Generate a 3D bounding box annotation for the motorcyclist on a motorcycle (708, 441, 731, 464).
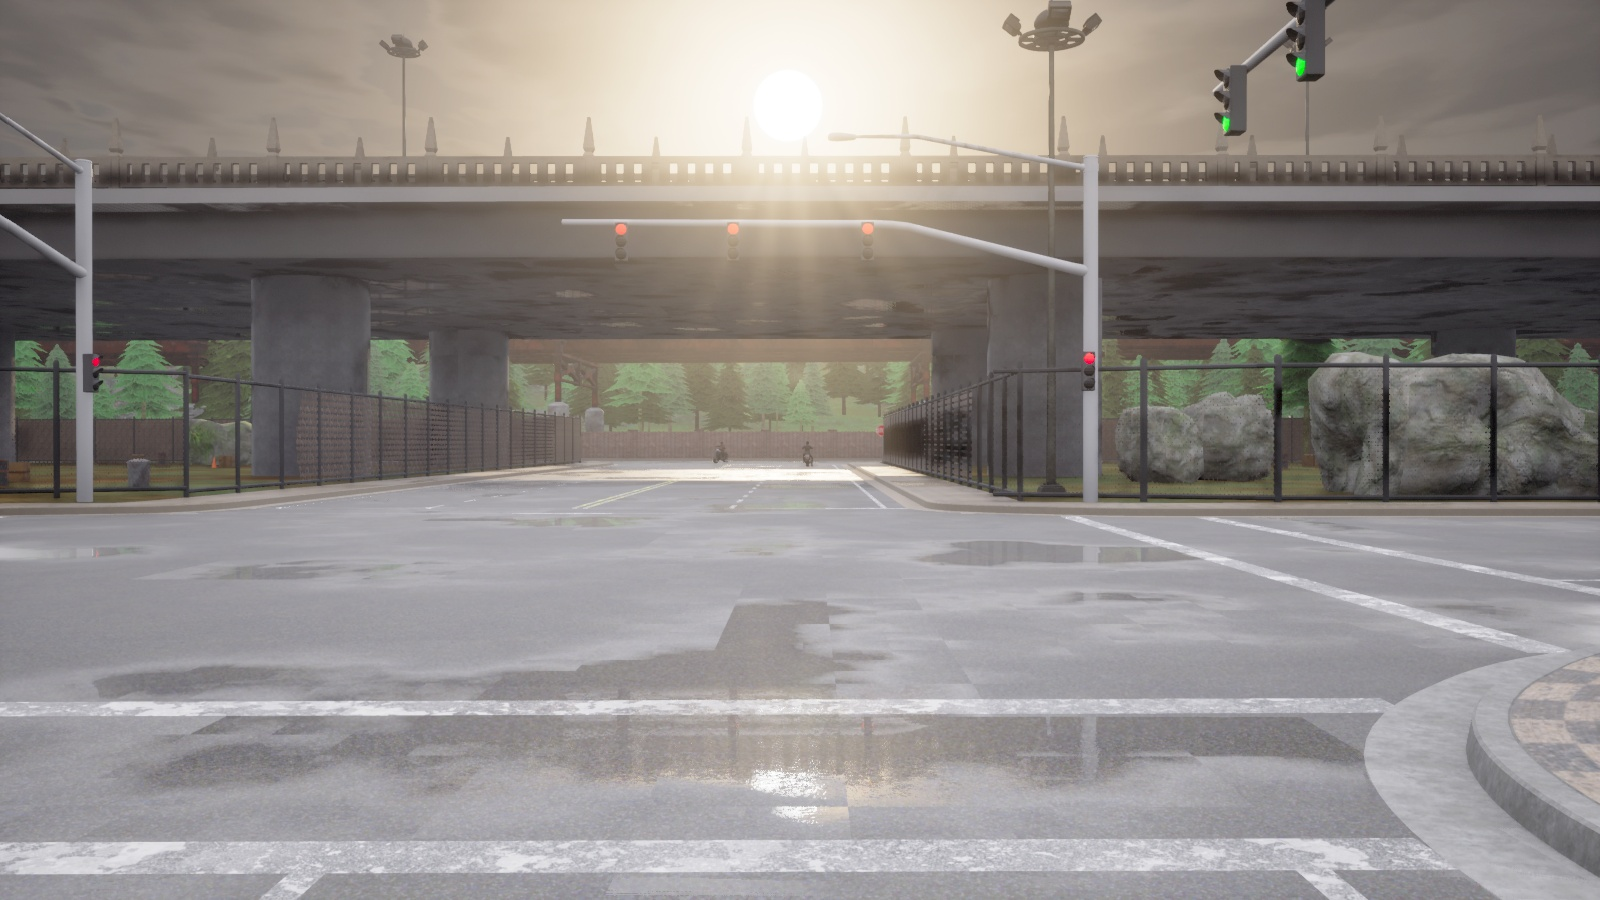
[{"bbox_3d":[-5.907,0.170,92.446,0.766,1.649,2.350,2,1,21],"label":"motorcyclist on a motorcycle"}]
